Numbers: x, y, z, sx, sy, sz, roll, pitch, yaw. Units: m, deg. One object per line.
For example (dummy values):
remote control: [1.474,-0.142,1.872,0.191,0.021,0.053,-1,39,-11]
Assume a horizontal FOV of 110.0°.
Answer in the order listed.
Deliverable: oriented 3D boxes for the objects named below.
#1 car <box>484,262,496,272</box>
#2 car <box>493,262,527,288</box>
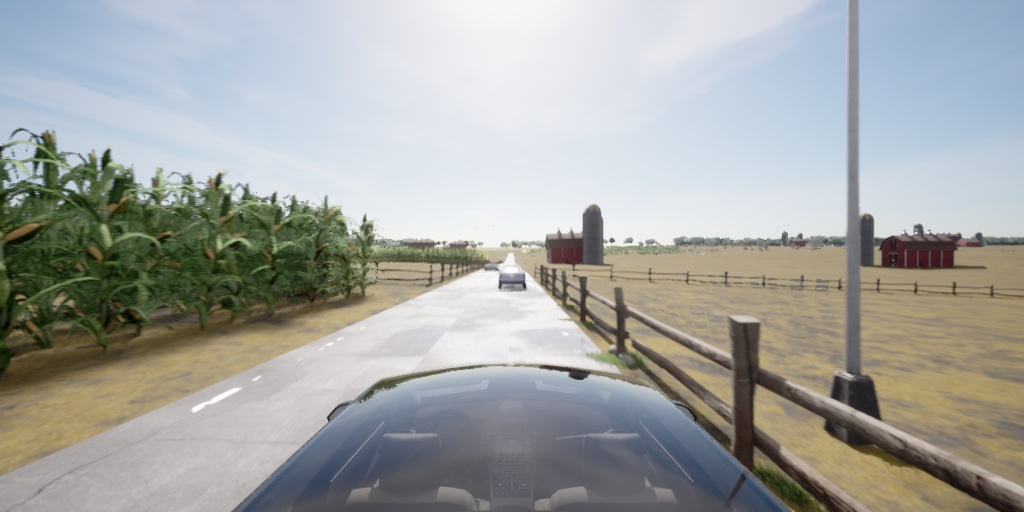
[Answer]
car: [-2.837,1.452,49.698,1.895,1.301,4.718,0,0,0]
car: [0.029,1.322,24.295,2.033,1.411,5.357,0,0,1]
